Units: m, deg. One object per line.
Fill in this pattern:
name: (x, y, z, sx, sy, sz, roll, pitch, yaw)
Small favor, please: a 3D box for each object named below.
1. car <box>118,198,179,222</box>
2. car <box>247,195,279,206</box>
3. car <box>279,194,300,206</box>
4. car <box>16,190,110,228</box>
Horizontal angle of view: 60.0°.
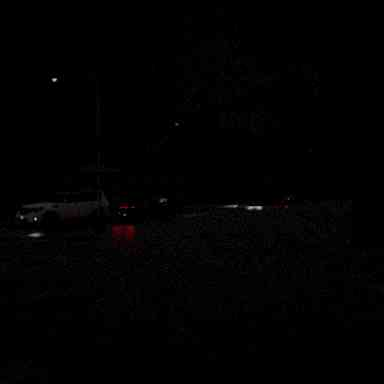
car: (-2.651, 1.138, 22.049, 2.128, 1.511, 4.902, -1, 0, 35)
car: (9.134, 1.083, 43.621, 2.033, 1.411, 5.357, -1, 0, 36)
car: (12.686, 1.015, 43.683, 1.812, 1.442, 4.674, -1, 0, 36)
car: (-7.589, 0.958, 20.198, 2.150, 2.045, 5.566, -1, 1, 35)
